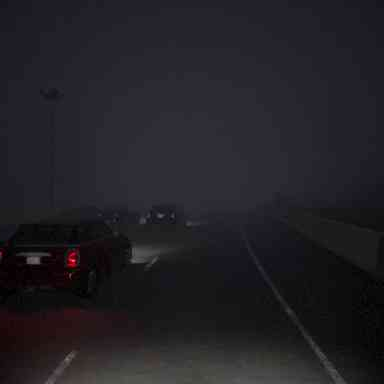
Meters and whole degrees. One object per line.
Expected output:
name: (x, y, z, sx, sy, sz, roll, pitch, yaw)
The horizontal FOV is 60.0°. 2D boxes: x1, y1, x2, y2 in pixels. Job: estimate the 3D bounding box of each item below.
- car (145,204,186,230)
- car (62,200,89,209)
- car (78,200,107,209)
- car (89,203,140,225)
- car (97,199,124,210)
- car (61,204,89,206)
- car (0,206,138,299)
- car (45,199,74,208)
car: (-1.699, 1.590, 23.072, 2.097, 1.767, 4.553, 0, -1, 8)
car: (-19.716, 2.109, 56.632, 1.895, 1.301, 4.718, 0, -1, 16)
car: (-16.440, 2.059, 55.389, 2.033, 1.411, 5.357, 0, -1, 16)
car: (-5.136, 1.723, 23.783, 2.128, 1.511, 4.902, 0, 0, 8)
car: (-13.155, 1.991, 54.090, 1.882, 1.535, 5.008, 0, -1, 16)
car: (-8.343, 1.716, 26.049, 1.882, 1.535, 5.008, 0, 0, 8)
car: (-3.085, 1.433, 8.888, 2.097, 1.767, 4.553, 0, -1, 4)
car: (-22.991, 1.984, 57.890, 1.882, 1.535, 5.008, 0, -1, 16)
